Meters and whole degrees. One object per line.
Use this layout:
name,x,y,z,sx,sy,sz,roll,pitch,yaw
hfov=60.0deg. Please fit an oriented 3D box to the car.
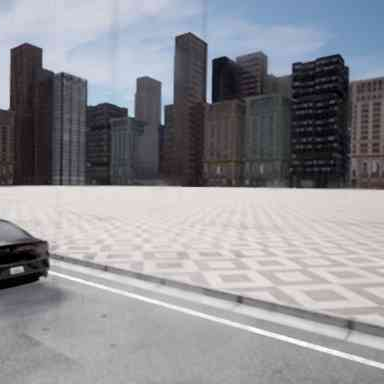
car,-5.391,1.318,7.882,5.008,1.535,1.882,1,1,36
